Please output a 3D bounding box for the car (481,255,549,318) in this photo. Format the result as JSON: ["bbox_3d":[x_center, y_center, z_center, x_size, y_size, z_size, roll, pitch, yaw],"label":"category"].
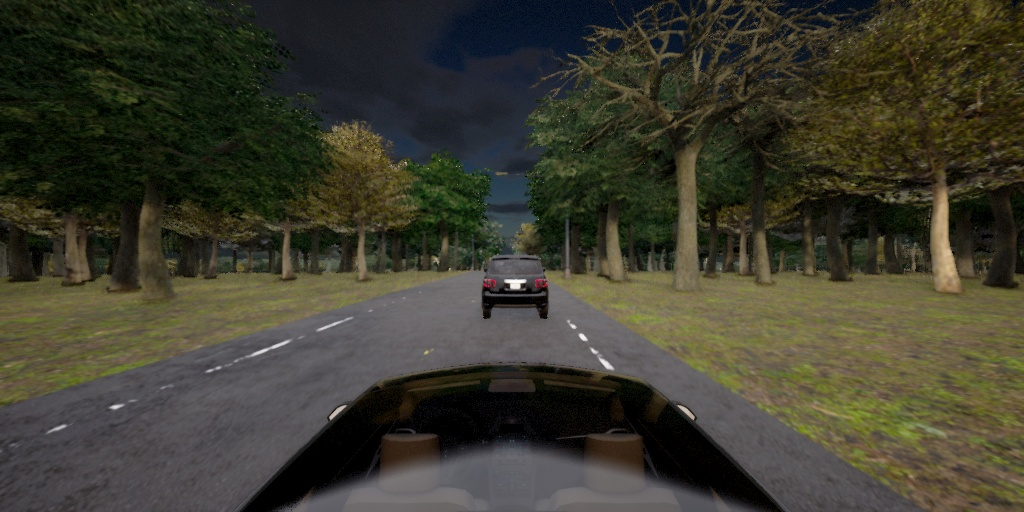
[{"bbox_3d":[0.100,1.001,13.316,2.150,2.045,5.566,0,0,0],"label":"car"}]
